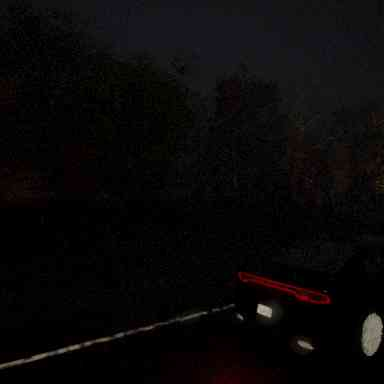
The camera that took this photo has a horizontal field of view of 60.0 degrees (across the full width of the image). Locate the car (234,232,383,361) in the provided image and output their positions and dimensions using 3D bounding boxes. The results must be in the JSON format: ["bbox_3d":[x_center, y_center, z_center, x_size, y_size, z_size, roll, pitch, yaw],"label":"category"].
[{"bbox_3d":[3.014,1.481,6.014,5.008,1.535,1.882,0,0,-35],"label":"car"}]
